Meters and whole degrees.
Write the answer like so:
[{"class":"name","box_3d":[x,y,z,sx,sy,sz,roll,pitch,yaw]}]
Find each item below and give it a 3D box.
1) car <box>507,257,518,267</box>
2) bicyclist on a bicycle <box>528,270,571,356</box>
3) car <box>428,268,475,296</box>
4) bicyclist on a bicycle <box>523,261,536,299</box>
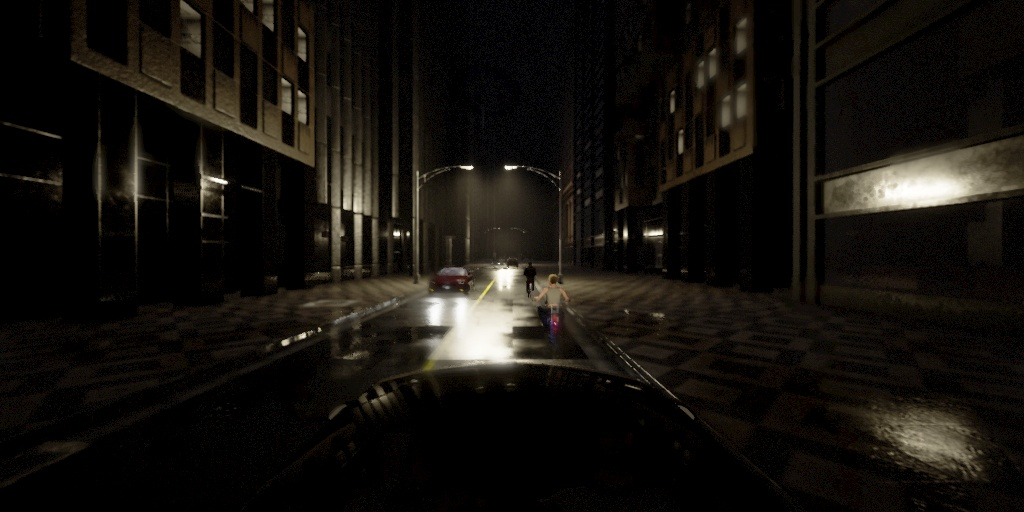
[{"class":"car","box_3d":[0.116,1.205,63.415,1.882,1.535,5.008,0,0,0]},{"class":"bicyclist on a bicycle","box_3d":[0.860,1.186,7.649,0.866,1.612,1.509,0,0,0]},{"class":"car","box_3d":[-3.096,1.313,19.107,1.994,1.385,4.181,0,0,0]},{"class":"bicyclist on a bicycle","box_3d":[0.830,1.120,16.468,0.659,1.776,1.843,0,0,0]}]
